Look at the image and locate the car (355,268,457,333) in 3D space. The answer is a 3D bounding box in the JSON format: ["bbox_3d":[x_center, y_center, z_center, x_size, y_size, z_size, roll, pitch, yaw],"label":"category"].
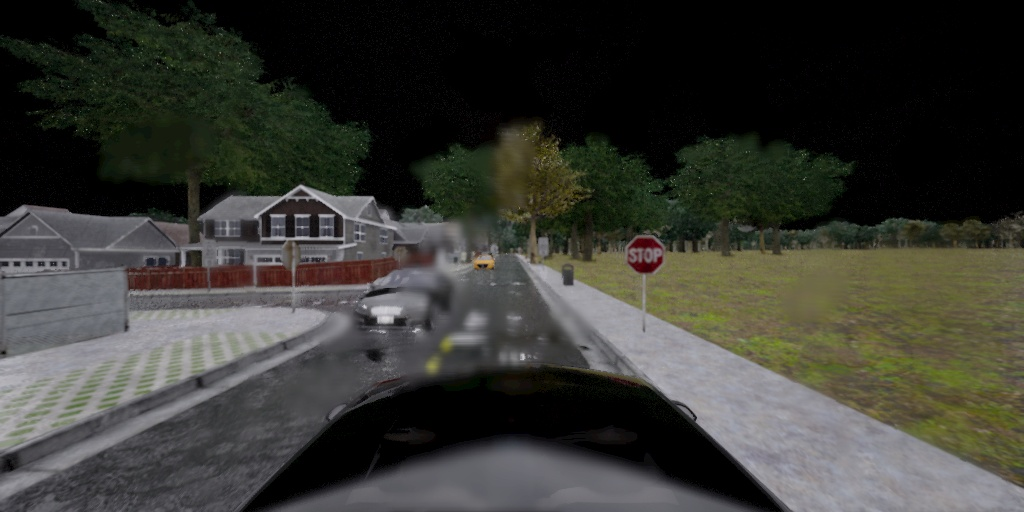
[{"bbox_3d":[-2.770,1.107,10.280,2.128,1.511,4.902,0,1,0],"label":"car"}]

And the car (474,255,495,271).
[{"bbox_3d":[-2.798,0.656,36.733,1.882,1.535,5.008,0,1,0],"label":"car"}]
